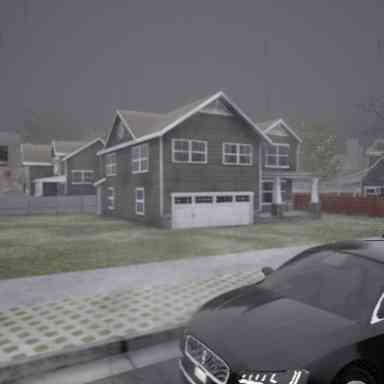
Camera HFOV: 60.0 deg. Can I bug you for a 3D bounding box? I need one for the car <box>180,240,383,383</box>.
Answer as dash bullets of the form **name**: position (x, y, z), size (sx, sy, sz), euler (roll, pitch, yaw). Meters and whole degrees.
- **car**: position (2.196, 1.463, 4.314), size (4.892, 1.490, 1.837), euler (0, 1, -30)
